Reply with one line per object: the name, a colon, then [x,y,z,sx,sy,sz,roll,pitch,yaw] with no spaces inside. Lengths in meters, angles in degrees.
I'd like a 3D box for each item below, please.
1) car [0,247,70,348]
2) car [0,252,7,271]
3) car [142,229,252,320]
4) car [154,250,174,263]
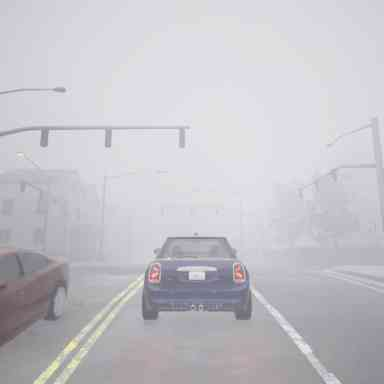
car: [-3.559,1.648,5.163,1.882,1.535,5.008,0,-3,0]
car: [-16.593,5.469,24.643,4.718,1.301,1.895,-8,-11,-1]
car: [0.089,1.808,8.245,2.097,1.767,4.553,0,-7,0]
car: [-3.652,8.604,44.250,2.128,1.511,4.902,0,-11,0]
